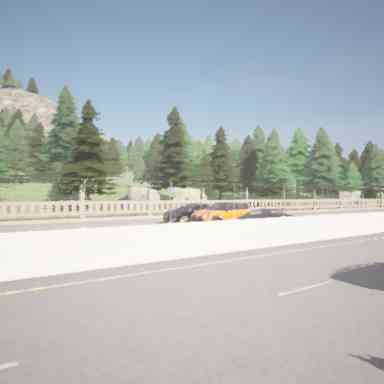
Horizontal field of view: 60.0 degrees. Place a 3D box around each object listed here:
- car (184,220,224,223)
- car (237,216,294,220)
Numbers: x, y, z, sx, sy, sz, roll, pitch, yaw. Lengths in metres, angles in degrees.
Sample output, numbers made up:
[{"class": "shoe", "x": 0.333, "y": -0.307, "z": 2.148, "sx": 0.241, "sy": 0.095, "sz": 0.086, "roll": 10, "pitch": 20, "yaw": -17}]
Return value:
[{"class": "car", "x": 2.097, "y": 1.467, "z": 22.676, "sx": 4.553, "sy": 1.767, "sz": 2.097, "roll": 1, "pitch": 0, "yaw": -35}, {"class": "car", "x": 4.316, "y": 1.682, "z": 19.958, "sx": 4.181, "sy": 1.385, "sz": 1.994, "roll": 1, "pitch": 0, "yaw": -35}]
